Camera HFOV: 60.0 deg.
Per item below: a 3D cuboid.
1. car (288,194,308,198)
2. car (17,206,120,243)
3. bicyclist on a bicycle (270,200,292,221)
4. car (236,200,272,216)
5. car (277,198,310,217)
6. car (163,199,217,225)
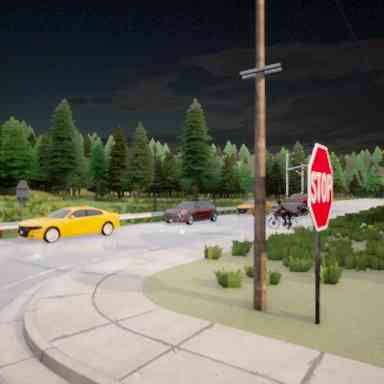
[{"bbox_3d":[13.838,1.220,42.886,2.150,2.045,5.566,0,0,37],"label":"car"},{"bbox_3d":[-5.865,1.475,16.342,1.882,1.535,5.008,0,0,36],"label":"car"},{"bbox_3d":[5.018,1.300,18.474,1.656,1.620,0.582,0,0,36],"label":"bicyclist on a bicycle"},{"bbox_3d":[6.065,1.475,32.465,1.882,1.535,5.008,0,0,37],"label":"car"},{"bbox_3d":[9.416,1.562,30.785,1.994,1.385,4.181,0,0,36],"label":"car"},{"bbox_3d":[-0.064,1.350,24.187,2.097,1.767,4.553,0,0,36],"label":"car"}]
